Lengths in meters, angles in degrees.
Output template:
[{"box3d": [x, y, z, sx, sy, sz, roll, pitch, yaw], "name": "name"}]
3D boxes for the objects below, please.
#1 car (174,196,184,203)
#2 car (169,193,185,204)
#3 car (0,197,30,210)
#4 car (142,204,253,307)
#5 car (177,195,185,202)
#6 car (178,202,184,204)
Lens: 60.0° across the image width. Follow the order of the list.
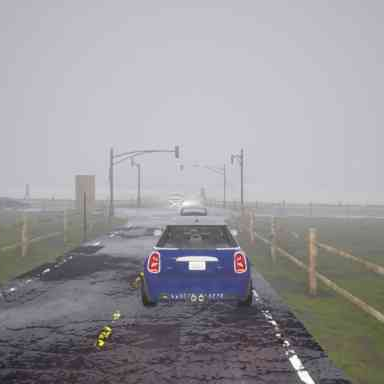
[{"box3d": [-2.727, 1.615, 69.970, 1.895, 1.301, 4.718, 0, 0, 0], "name": "car"}, {"box3d": [-2.833, 1.237, 59.949, 2.150, 2.045, 5.566, 0, 0, 0], "name": "car"}, {"box3d": [-20.079, 1.216, 36.424, 4.181, 1.385, 1.994, 1, 0, 0], "name": "car"}, {"box3d": [0.096, 1.353, 8.138, 2.097, 1.767, 4.553, 0, 0, 0], "name": "car"}, {"box3d": [-2.692, 1.549, 80.312, 1.812, 1.442, 4.674, 0, 0, 0], "name": "car"}, {"box3d": [0.092, 1.507, 17.304, 1.837, 1.490, 4.892, 0, 0, 0], "name": "car"}]
